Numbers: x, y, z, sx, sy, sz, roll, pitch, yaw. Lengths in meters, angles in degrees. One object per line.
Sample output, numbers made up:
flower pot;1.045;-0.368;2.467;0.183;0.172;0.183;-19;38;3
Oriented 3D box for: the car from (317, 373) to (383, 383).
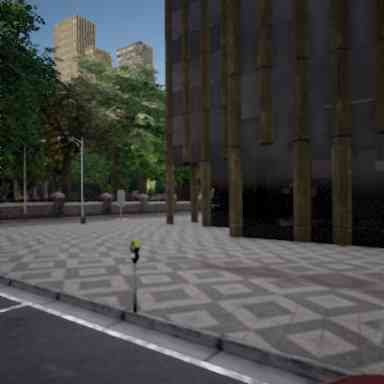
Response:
car;2.431;1.568;1.232;4.206;1.307;1.802;-1;0;35
